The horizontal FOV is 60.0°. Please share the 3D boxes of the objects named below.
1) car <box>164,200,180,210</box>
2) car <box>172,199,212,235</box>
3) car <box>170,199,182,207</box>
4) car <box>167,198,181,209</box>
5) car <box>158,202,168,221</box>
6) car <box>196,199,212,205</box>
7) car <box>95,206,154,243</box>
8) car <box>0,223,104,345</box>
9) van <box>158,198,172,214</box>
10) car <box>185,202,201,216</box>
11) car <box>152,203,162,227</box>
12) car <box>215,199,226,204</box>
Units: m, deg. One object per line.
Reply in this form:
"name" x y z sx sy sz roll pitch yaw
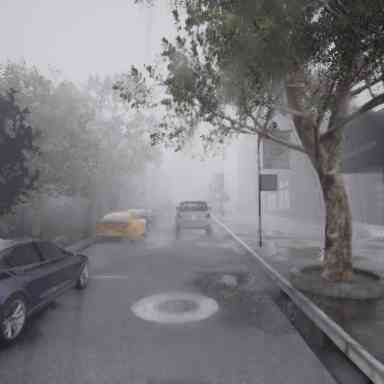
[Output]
"car" -3.423 2.230 56.944 2.231 1.521 4.892 0 0 2
"car" 0.093 1.535 21.382 2.150 2.045 5.566 0 -1 0
"car" -3.185 2.322 68.355 2.097 1.535 5.008 0 -1 2
"car" -3.424 2.148 62.654 2.185 1.767 4.553 -1 0 2
"car" -3.657 1.929 28.888 2.163 1.488 4.792 0 0 2
"car" 3.381 2.678 89.903 2.231 1.521 4.892 -3 -2 29
"car" -3.643 1.738 17.721 2.097 1.535 5.008 1 -1 2
"car" -3.638 1.607 6.613 2.163 1.488 4.792 1 -1 2
"van" -3.643 1.888 45.694 1.878 1.987 4.442 1 0 2
"car" 0.086 2.089 41.173 1.837 1.490 4.892 0 -1 0
"car" -3.653 1.818 23.282 2.097 1.535 5.008 0 0 2
"car" 6.817 2.801 94.649 2.097 1.535 5.008 -3 -4 36
